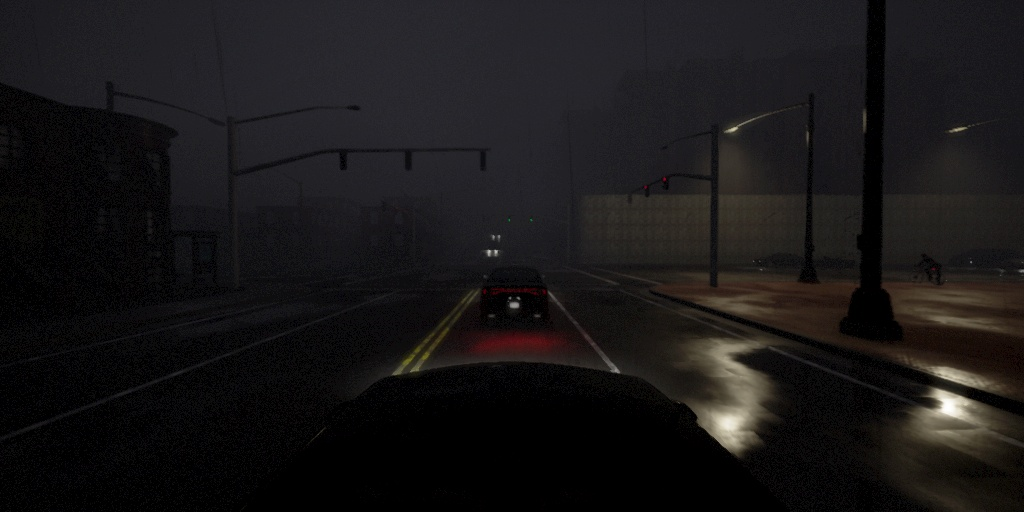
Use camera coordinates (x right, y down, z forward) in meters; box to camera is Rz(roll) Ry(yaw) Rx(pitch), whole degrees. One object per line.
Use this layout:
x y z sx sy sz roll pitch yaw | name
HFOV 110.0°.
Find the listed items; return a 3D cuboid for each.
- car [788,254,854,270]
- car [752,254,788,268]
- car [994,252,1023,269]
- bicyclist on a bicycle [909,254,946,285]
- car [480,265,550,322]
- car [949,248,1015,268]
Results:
30.448 0.657 35.255 4.718 1.301 1.895 0 1 0 | car
28.749 0.488 38.754 4.892 1.490 1.837 0 1 0 | car
50.970 0.596 35.095 4.674 1.442 1.812 0 1 0 | car
21.760 0.697 18.799 0.582 1.620 1.656 0 1 0 | bicyclist on a bicycle
0.075 1.027 11.419 1.882 1.535 5.008 0 1 0 | car
50.767 0.196 38.590 5.566 2.045 2.150 0 1 0 | car
